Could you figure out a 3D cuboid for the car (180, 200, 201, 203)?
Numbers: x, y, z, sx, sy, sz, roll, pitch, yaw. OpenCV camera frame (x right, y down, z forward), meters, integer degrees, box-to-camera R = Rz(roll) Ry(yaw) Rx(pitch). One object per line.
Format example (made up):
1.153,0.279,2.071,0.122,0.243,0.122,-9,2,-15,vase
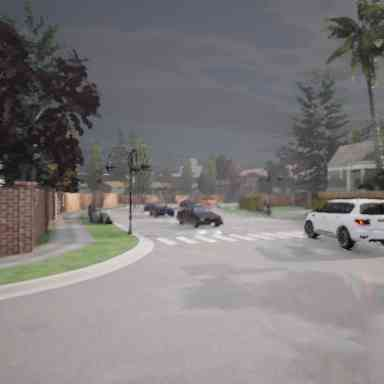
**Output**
-0.623,2.050,58.458,2.033,1.411,5.357,0,-1,19,car

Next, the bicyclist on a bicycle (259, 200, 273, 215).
7.686,1.608,34.572,1.656,1.620,0.582,0,-1,-21,bicyclist on a bicycle

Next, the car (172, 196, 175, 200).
-4.330,1.634,94.696,1.816,1.474,4.193,-2,0,-21,car

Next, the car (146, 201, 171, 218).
-3.085,1.891,34.107,1.895,1.301,4.718,0,-1,-17,car

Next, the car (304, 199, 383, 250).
7.156,1.349,15.241,2.150,2.045,5.566,1,-1,-4,car

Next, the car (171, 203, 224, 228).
0.430,1.749,24.407,2.033,1.411,5.357,0,-1,-21,car

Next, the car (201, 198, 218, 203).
3.563,1.945,67.833,2.097,1.767,4.553,-1,-1,33,car

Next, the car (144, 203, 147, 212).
-5.359,1.963,45.759,1.994,1.385,4.181,0,-1,-2,car
